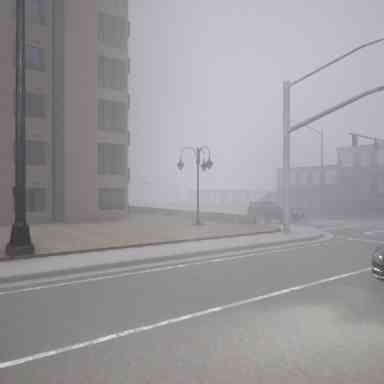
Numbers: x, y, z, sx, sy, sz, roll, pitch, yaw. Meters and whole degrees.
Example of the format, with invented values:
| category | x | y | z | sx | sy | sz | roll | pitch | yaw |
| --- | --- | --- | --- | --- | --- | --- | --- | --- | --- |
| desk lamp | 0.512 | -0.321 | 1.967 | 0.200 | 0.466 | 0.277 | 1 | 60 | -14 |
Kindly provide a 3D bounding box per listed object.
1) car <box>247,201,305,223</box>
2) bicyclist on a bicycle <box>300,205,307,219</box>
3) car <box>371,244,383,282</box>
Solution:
| category | x | y | z | sx | sy | sz | roll | pitch | yaw |
| --- | --- | --- | --- | --- | --- | --- | --- | --- | --- |
| car | 7.465 | 1.787 | 30.397 | 2.150 | 2.045 | 5.566 | 0 | -4 | -36 |
| bicyclist on a bicycle | 13.534 | 2.462 | 40.646 | 1.656 | 1.620 | 0.582 | 0 | -8 | -35 |
| car | 6.510 | 1.491 | 8.533 | 4.902 | 1.511 | 2.128 | 0 | 0 | -35 |
